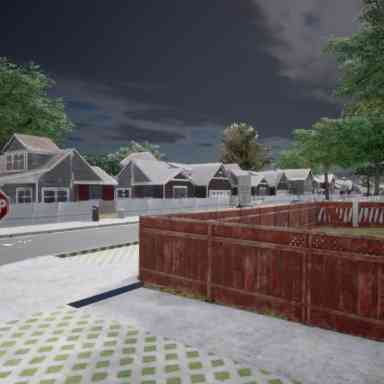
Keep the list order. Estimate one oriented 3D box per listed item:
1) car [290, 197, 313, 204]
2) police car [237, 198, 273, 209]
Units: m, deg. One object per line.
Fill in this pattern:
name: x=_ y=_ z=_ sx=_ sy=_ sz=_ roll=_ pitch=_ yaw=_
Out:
car: x=15.250 y=1.396 z=46.004 sx=2.033 sy=1.411 sz=5.357 roll=0 pitch=0 yaw=36
police car: x=5.668 y=1.314 z=28.122 sx=1.930 sy=1.638 sz=5.238 roll=0 pitch=0 yaw=36
